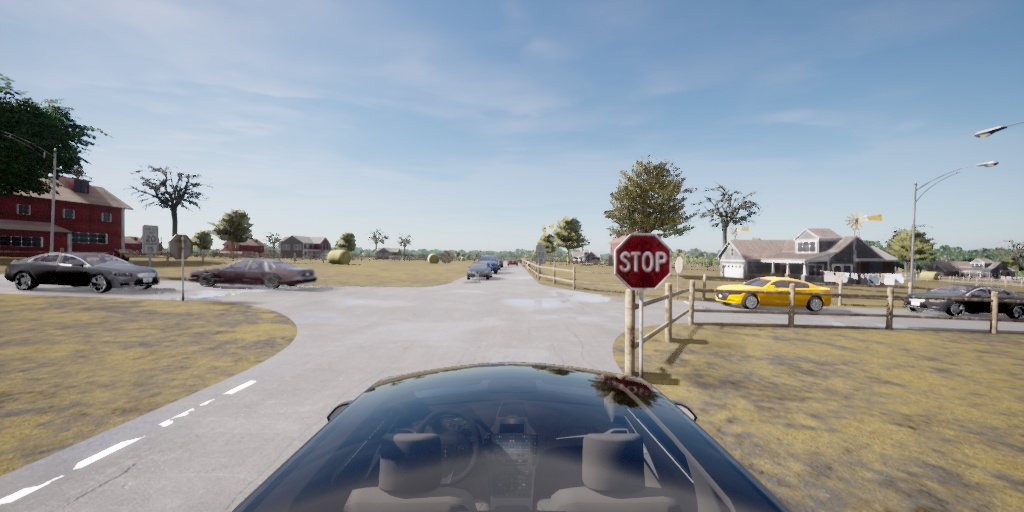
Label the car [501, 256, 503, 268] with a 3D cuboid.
[{"bbox_3d":[-2.732,1.111,51.292,2.097,1.767,4.553,0,0,0],"label":"car"}]

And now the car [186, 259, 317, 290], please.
[{"bbox_3d":[-12.663,0.852,17.724,5.357,1.411,2.033,2,0,-2],"label":"car"}]

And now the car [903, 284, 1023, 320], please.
[{"bbox_3d":[22.130,2.157,17.481,4.902,1.511,2.128,2,0,0],"label":"car"}]

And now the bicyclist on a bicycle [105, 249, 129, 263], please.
[{"bbox_3d":[-22.579,0.397,20.551,0.582,1.620,1.656,2,0,0],"label":"bicyclist on a bicycle"}]

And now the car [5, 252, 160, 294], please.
[{"bbox_3d":[-17.229,0.624,14.561,4.902,1.511,2.128,2,0,0],"label":"car"}]

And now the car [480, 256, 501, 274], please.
[{"bbox_3d":[-2.757,0.973,41.231,2.150,2.045,5.566,0,0,0],"label":"car"}]

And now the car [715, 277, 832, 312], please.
[{"bbox_3d":[12.593,1.764,17.434,5.008,1.535,1.882,2,0,-2],"label":"car"}]

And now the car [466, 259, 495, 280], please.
[{"bbox_3d":[-2.791,1.276,31.268,1.812,1.442,4.674,0,0,0],"label":"car"}]
